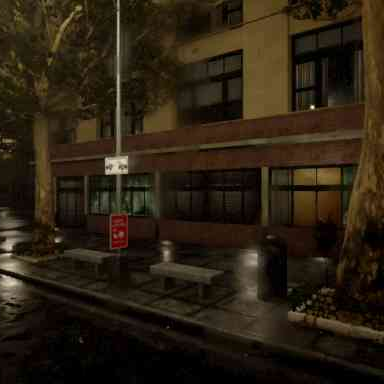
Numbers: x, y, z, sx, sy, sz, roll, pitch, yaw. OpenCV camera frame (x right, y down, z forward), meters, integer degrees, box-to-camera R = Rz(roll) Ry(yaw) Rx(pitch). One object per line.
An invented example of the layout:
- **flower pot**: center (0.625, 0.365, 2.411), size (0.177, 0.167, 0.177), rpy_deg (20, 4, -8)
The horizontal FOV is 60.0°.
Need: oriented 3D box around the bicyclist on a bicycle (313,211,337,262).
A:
- **bicyclist on a bicycle**: center (3.982, 1.315, 9.894), size (0.582, 1.656, 1.620), rpy_deg (4, -8, 35)
